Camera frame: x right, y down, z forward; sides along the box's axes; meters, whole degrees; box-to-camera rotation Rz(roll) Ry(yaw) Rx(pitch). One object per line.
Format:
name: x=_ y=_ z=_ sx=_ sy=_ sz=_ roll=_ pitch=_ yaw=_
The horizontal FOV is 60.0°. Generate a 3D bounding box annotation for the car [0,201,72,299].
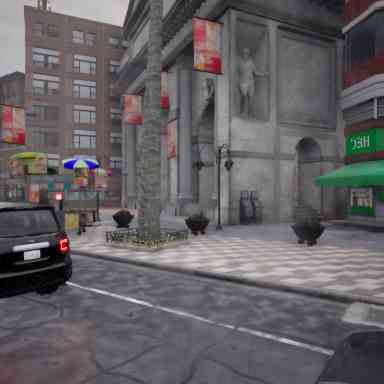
car: x=-5.042 y=1.221 z=7.538 sx=5.566 sy=2.045 sz=2.150 roll=0 pitch=0 yaw=36

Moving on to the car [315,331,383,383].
car: x=3.337 y=1.547 z=1.503 sx=5.357 sy=1.411 sz=2.033 roll=0 pitch=0 yaw=37
